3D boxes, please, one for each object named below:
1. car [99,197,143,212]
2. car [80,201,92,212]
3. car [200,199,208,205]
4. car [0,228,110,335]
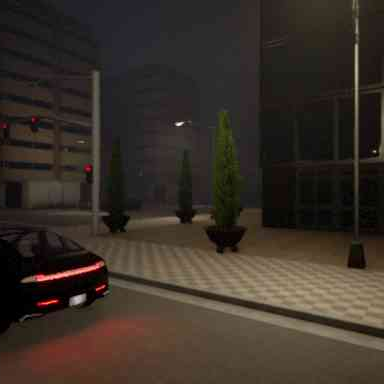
[{"bbox_3d":[-7.602,1.344,37.101,2.097,1.767,4.553,0,0,35],"label":"car"},{"bbox_3d":[-10.682,1.461,38.806,1.882,1.535,5.008,0,0,35],"label":"car"},{"bbox_3d":[3.302,1.582,58.510,1.895,1.301,4.718,0,0,36],"label":"car"},{"bbox_3d":[-3.753,1.476,6.652,4.902,1.511,2.128,0,0,36],"label":"car"}]
